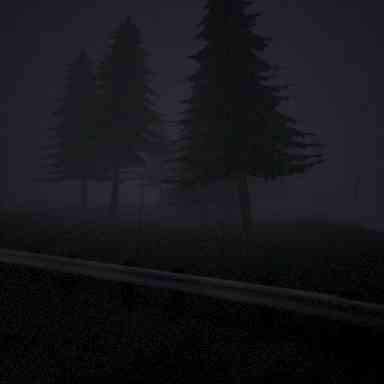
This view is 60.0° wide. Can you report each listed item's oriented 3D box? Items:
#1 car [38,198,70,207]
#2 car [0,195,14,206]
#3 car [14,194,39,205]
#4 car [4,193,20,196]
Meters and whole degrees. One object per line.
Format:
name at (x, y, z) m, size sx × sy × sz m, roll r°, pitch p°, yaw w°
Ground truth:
car at (-21.053, 1.595, 51.602) m, size 1.895 × 1.301 × 4.718 m, roll 0°, pitch 0°, yaw 15°
car at (-31.506, 1.593, 53.149) m, size 1.895 × 1.301 × 4.718 m, roll 0°, pitch 0°, yaw 15°
car at (-24.616, 1.486, 51.830) m, size 2.128 × 1.511 × 4.902 m, roll 0°, pitch 0°, yaw 15°
car at (-38.980, 1.216, 71.219) m, size 2.150 × 2.045 × 5.566 m, roll 0°, pitch 0°, yaw 5°
